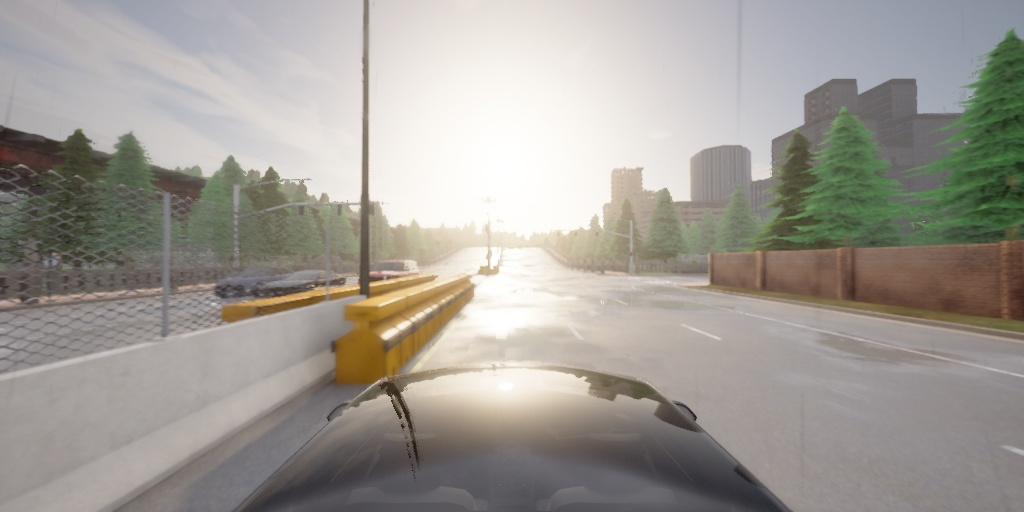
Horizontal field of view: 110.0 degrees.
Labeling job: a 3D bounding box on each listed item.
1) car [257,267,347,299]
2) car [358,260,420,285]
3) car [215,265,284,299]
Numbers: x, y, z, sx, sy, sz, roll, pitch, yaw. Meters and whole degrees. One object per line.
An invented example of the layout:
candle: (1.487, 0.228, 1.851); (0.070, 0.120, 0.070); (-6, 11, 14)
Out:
car: (-10.553, 1.466, 18.847); (1.882, 1.535, 5.008); (0, -1, 1)
car: (-7.028, 1.245, 21.230); (2.150, 2.045, 5.566); (0, -1, 0)
car: (-14.042, 1.357, 20.120); (2.097, 1.767, 4.553); (0, -1, 1)
